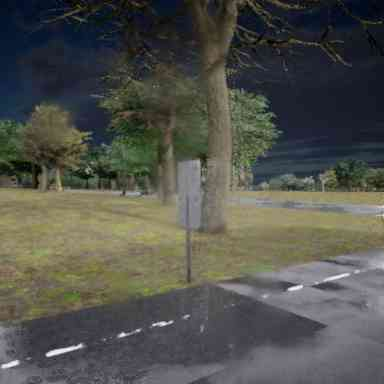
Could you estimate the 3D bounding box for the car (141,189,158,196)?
[{"bbox_3d":[-9.210,0.048,71.202,2.033,1.411,5.357,-1,2,-31],"label":"car"}]
